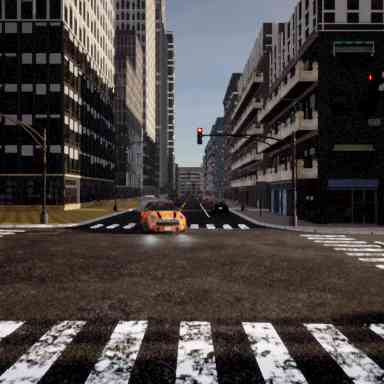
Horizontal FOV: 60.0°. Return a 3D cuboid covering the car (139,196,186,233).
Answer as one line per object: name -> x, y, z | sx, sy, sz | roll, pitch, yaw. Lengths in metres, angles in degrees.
car -> -1.849, 1.335, 19.586 | 2.097, 1.767, 4.553 | 1, 0, -15

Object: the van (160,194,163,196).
van -> -5.631, 1.353, 66.394 | 1.690, 1.788, 3.998 | 0, 0, 0

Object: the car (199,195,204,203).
car -> 2.745, 1.561, 60.732 | 2.008, 1.369, 4.403 | 0, 0, 0

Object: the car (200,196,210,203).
car -> 2.756, 1.559, 72.040 | 1.887, 1.381, 4.507 | 0, 0, 0

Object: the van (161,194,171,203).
van -> -5.625, 1.355, 72.048 | 1.690, 1.788, 3.998 | 0, 0, 0

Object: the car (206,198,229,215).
car -> 2.720, 1.568, 33.802 | 1.947, 1.339, 4.313 | 0, 0, 0

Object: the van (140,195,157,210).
van -> -5.652, 1.346, 43.777 | 1.690, 1.788, 3.998 | 0, 0, 0

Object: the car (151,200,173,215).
car -> -3.068, 1.604, 34.993 | 1.895, 1.301, 4.718 | 0, 0, 0

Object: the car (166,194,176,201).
car -> -5.609, 1.337, 89.012 | 2.192, 1.841, 5.009 | 0, 0, 0

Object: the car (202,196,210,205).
car -> 2.729, 1.550, 43.769 | 1.887, 1.381, 4.507 | 0, 0, 0

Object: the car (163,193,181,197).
car -> -3.029, 1.228, 54.039 | 2.150, 2.045, 5.566 | 0, 0, 1

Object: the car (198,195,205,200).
car -> 2.777, 1.590, 94.658 | 1.947, 1.339, 4.313 | 0, 0, 0
